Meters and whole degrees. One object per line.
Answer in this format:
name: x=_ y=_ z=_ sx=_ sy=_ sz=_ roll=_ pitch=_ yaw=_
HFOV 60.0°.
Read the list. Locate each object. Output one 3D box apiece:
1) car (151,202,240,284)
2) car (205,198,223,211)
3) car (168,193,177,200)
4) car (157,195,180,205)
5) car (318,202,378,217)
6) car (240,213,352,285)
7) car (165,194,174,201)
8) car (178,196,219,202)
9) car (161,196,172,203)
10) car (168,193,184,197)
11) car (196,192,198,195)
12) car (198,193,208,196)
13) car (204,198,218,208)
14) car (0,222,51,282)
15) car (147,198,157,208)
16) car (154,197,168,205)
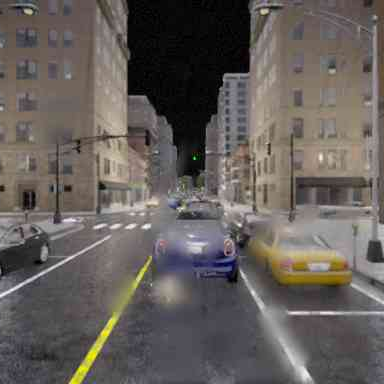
car: x=0.049 y=1.347 z=9.760 sx=2.097 sy=1.767 sz=4.553 roll=0 pitch=0 yaw=-1
car: x=2.648 y=1.533 z=41.361 sx=2.008 sy=1.369 sz=4.403 roll=0 pitch=0 yaw=0
car: x=-5.363 y=1.264 z=92.493 sx=2.192 sy=1.841 sz=5.009 roll=0 pitch=0 yaw=0
car: x=-2.831 y=1.460 z=41.226 sx=1.882 sy=1.535 sz=5.008 roll=0 pitch=0 yaw=0
car: x=13.599 y=1.503 z=29.121 sx=4.718 sy=1.301 sz=1.895 roll=0 pitch=0 yaw=0
car: x=2.646 y=1.521 z=9.249 sx=1.752 sy=1.417 sz=4.829 roll=0 pitch=0 yaw=0
car: x=-5.366 y=1.397 z=81.131 sx=1.967 sy=1.590 sz=4.097 roll=0 pitch=0 yaw=0
car: x=0.828 y=1.343 z=21.417 sx=2.097 sy=1.767 sz=4.553 roll=0 pitch=0 yaw=13
car: x=-5.369 y=1.516 z=69.769 sx=2.008 sy=1.369 sz=4.403 roll=0 pitch=0 yaw=0
car: x=-2.808 y=1.199 z=51.214 sx=2.150 sy=2.045 sz=5.566 roll=0 pitch=0 yaw=1
car: x=2.657 y=1.276 z=75.452 sx=2.192 sy=1.841 sz=5.009 roll=0 pitch=0 yaw=0
car: x=2.654 y=1.409 z=64.088 sx=1.967 sy=1.590 sz=4.097 roll=0 pitch=0 yaw=0
car: x=2.649 y=1.561 z=47.043 sx=1.802 sy=1.307 sz=4.206 roll=0 pitch=0 yaw=0
car: x=-5.388 y=1.547 z=9.080 sx=2.008 sy=1.369 sz=4.403 roll=0 pitch=0 yaw=0
car: x=-5.376 y=1.505 z=46.874 sx=1.752 sy=1.417 sz=4.829 roll=0 pitch=0 yaw=0
car: x=-5.372 y=1.539 z=58.406 sx=1.947 sy=1.339 sz=4.313 roll=0 pitch=0 yaw=0
